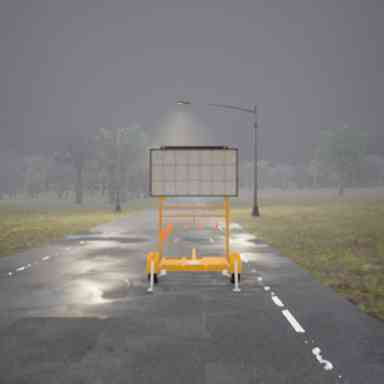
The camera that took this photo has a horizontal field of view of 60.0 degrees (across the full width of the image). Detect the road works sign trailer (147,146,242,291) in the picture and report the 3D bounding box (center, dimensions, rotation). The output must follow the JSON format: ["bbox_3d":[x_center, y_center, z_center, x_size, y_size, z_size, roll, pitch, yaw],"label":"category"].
[{"bbox_3d":[0.056,0.539,9.208,2.380,3.560,2.880,0,0,0],"label":"road works sign trailer"}]
